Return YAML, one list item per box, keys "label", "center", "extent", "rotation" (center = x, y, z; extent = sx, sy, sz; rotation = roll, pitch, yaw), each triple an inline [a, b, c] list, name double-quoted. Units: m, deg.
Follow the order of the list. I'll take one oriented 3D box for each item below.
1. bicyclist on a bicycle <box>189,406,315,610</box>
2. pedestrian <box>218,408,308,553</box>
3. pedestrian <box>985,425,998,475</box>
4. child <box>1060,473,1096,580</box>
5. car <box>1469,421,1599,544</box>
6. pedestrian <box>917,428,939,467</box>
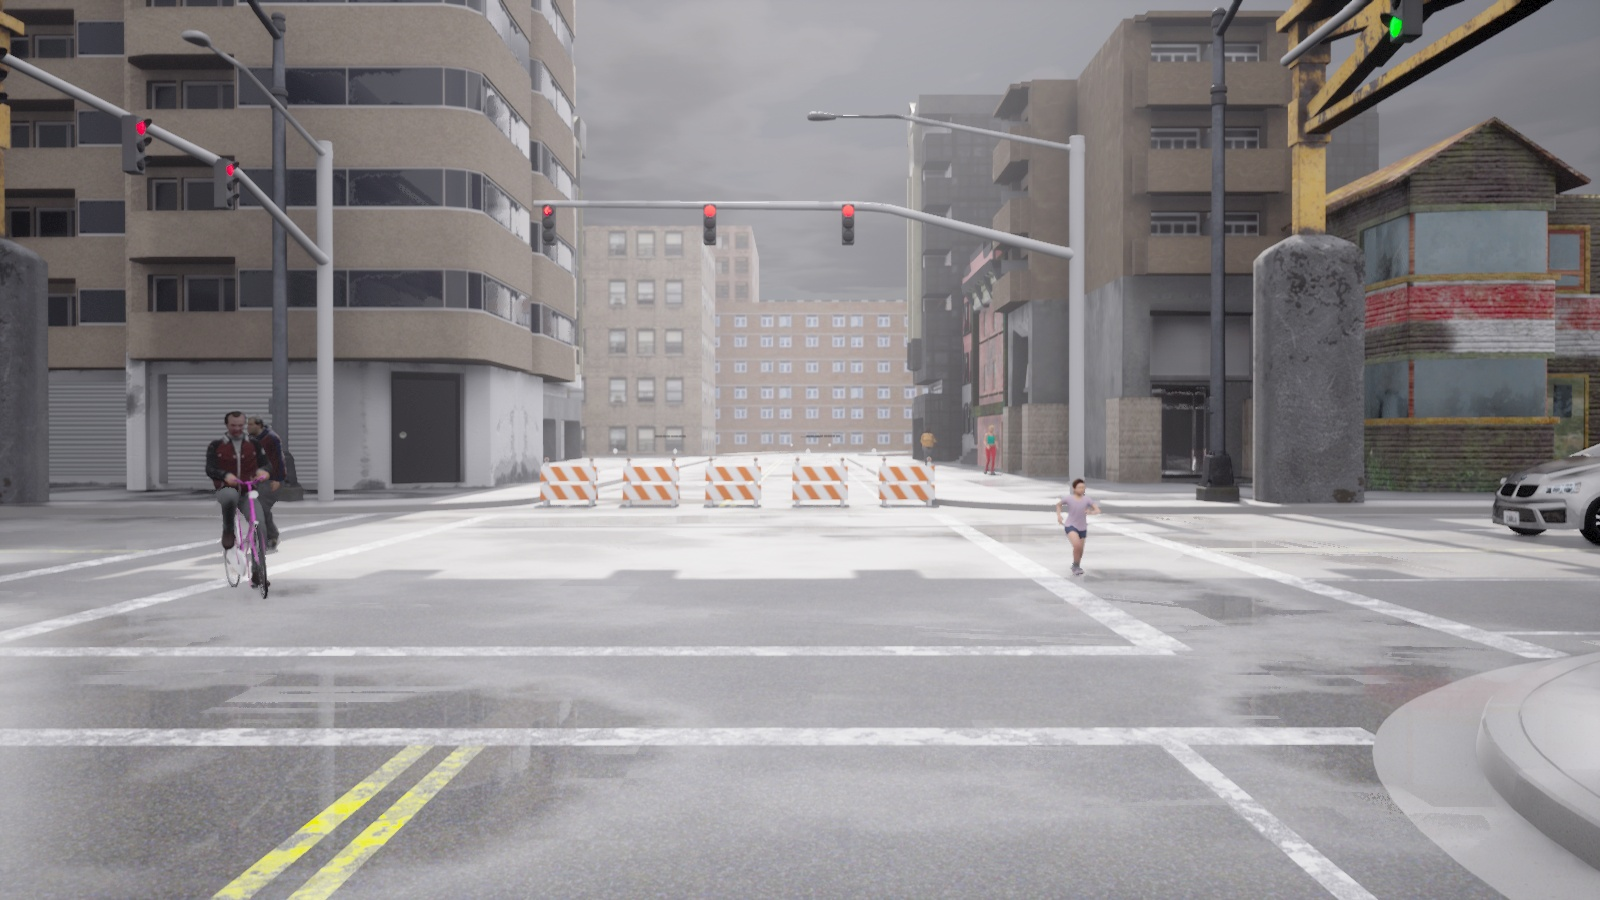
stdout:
- label: "bicyclist on a bicycle"
  center: [-5.245, 0.503, 11.956]
  extent: [0.659, 1.776, 1.843]
  rotation: [-3, 2, -36]
- label: "pedestrian"
  center: [-7.046, 0.388, 16.498]
  extent: [0.634, 1.844, 0.899]
  rotation: [0, 1, 24]
- label: "pedestrian"
  center: [6.990, -0.001, 45.876]
  extent: [0.345, 1.836, 0.594]
  rotation: [0, 1, -7]
- label: "child"
  center: [2.958, 0.808, 13.378]
  extent: [0.255, 1.110, 0.394]
  rotation: [0, 1, -8]
- label: "car"
  center: [12.614, 0.434, 18.224]
  extent: [4.611, 1.667, 2.242]
  rotation: [0, 1, 0]
- label: "pedestrian"
  center: [6.129, -0.132, 60.225]
  extent: [0.874, 1.855, 0.900]
  rotation: [0, 1, -4]
